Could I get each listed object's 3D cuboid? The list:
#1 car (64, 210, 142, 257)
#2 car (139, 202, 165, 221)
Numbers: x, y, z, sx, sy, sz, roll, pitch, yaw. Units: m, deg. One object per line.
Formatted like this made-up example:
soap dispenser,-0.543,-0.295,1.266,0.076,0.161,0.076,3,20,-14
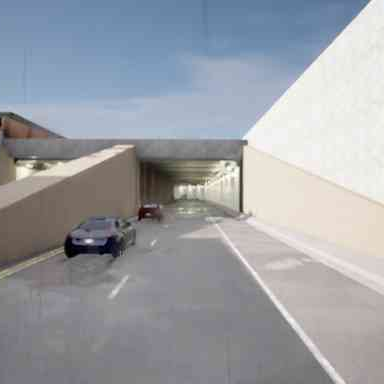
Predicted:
car,-3.456,1.636,13.248,1.994,1.385,4.181,0,0,1
car,-3.454,1.632,29.007,1.882,1.535,5.008,0,0,0
